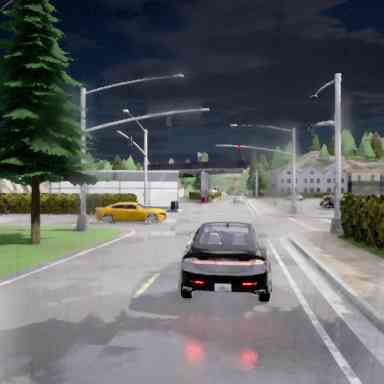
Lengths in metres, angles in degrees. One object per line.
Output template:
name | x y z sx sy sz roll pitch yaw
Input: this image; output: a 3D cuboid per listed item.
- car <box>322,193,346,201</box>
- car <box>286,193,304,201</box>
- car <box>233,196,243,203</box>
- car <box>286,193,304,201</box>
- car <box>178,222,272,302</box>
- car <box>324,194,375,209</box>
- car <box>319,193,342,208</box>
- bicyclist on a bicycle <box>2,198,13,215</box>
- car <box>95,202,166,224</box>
car | 31.720 1.081 74.483 4.605 1.855 1.932 0 0 8
car | 24.380 1.060 78.823 3.866 1.878 1.905 0 0 8
car | 9.428 1.511 67.544 1.812 1.442 4.674 0 0 8
car | 23.316 1.345 75.614 3.806 1.475 1.970 0 0 8
car | 0.878 1.490 8.337 2.128 1.511 4.902 0 0 8
car | 18.265 1.331 38.563 4.514 1.523 2.007 0 0 8
car | 18.646 1.321 41.677 5.027 1.636 2.152 0 0 8
bicyclist on a bicycle | -17.982 1.447 32.449 0.582 1.620 1.656 0 0 7
car | -4.359 1.472 23.870 5.008 1.535 1.882 0 0 0
